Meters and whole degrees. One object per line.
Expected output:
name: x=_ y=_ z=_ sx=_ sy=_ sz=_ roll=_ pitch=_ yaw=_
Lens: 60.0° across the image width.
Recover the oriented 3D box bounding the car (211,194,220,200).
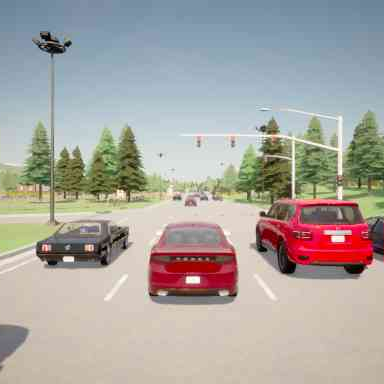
car: x=6.642 y=1.372 z=94.309 sx=2.033 sy=1.411 sz=5.357 roll=0 pitch=0 yaw=0

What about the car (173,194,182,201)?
car: x=-3.818 y=1.469 z=83.849 sx=1.882 sy=1.535 sz=5.008 roll=0 pitch=0 yaw=0

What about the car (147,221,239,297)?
car: x=0.030 y=1.478 z=8.648 sx=1.882 sy=1.535 sz=5.008 roll=0 pitch=0 yaw=0

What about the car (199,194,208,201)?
car: x=3.180 y=1.516 z=84.293 sx=1.812 sy=1.442 sz=4.674 roll=0 pitch=0 yaw=0

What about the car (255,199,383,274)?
car: x=3.533 y=1.221 z=10.698 sx=2.150 sy=2.045 sz=5.566 roll=0 pitch=0 yaw=0

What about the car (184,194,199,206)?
car: x=-0.201 y=1.525 z=53.250 sx=1.812 sy=1.442 sz=4.674 roll=0 pitch=0 yaw=0

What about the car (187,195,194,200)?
car: x=-0.358 y=1.427 z=94.313 sx=1.895 sy=1.301 sz=4.718 roll=0 pitch=0 yaw=0

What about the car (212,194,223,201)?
car: x=6.682 y=1.516 z=83.889 sx=2.128 sy=1.511 sz=4.902 roll=0 pitch=0 yaw=0

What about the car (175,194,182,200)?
car: x=-3.858 y=1.310 z=94.269 sx=1.882 sy=1.535 sz=5.008 roll=0 pitch=0 yaw=0

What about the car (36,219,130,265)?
car: x=-3.463 y=1.601 z=11.582 sx=1.895 sy=1.301 sz=4.718 roll=0 pitch=0 yaw=0

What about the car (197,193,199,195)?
car: x=3.142 y=1.357 z=94.296 sx=2.128 sy=1.511 sz=4.902 roll=0 pitch=0 yaw=0
